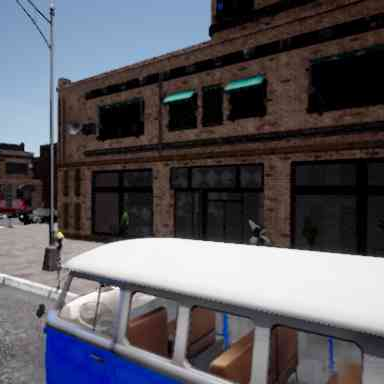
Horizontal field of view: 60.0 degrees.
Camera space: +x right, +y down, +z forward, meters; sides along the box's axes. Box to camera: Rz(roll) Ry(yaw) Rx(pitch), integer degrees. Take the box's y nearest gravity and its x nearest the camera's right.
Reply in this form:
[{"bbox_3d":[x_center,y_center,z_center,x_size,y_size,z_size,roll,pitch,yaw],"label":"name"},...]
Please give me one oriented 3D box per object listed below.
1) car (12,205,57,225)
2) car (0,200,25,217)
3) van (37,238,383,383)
[{"bbox_3d":[-12.638,2.052,28.760,1.947,1.339,4.313,0,-1,36],"label":"car"},{"bbox_3d":[-19.396,1.751,33.717,2.192,1.841,5.009,0,-1,36],"label":"car"},{"bbox_3d":[0.501,1.350,2.500,3.998,1.788,1.690,-1,1,36],"label":"van"}]
